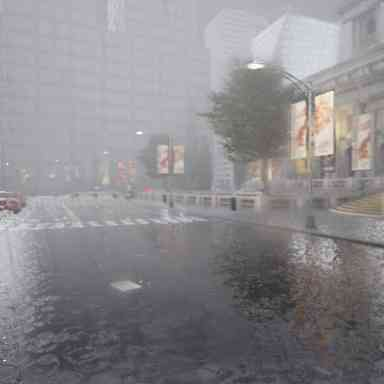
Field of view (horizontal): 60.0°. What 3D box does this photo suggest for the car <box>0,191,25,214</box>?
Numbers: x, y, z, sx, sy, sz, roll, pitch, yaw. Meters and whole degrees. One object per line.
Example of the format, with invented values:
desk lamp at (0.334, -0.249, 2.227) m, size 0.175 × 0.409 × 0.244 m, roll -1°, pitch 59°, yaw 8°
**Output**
car at (-17.078, 0.912, 30.676) m, size 2.150 × 2.045 × 5.566 m, roll -1°, pitch 1°, yaw -23°
